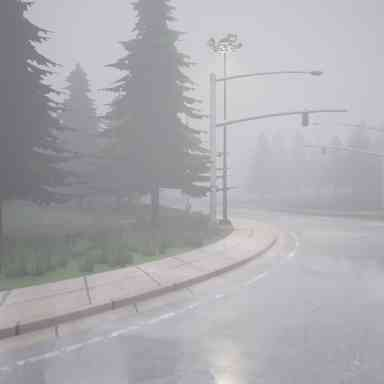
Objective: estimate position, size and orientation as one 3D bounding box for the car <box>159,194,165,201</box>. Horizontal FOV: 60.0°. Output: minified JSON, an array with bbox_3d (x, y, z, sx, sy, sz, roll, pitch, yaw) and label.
[{"bbox_3d":[-7.009,1.186,75.146,2.150,2.045,5.566,0,0,-21],"label":"car"}]

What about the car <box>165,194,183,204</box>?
[{"bbox_3d":[-3.147,1.547,65.400,2.033,1.411,5.357,0,0,-21],"label":"car"}]
